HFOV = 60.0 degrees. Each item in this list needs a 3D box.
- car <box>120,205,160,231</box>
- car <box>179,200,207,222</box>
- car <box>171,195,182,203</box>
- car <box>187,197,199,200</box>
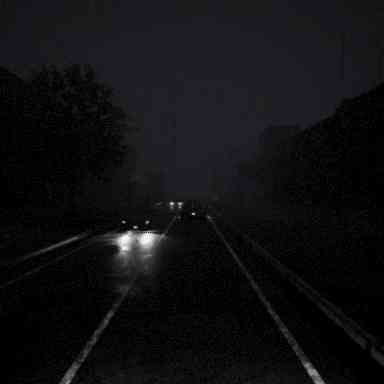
[{"bbox_3d":[-3.094,1.554,20.880,2.033,1.411,5.357,0,0,0],"label":"car"},{"bbox_3d":[0.109,1.564,26.257,1.994,1.385,4.181,0,0,0],"label":"car"},{"bbox_3d":[-3.002,1.249,63.128,1.812,1.442,4.674,0,1,1],"label":"car"},{"bbox_3d":[0.115,1.428,42.655,1.837,1.490,4.892,0,0,0],"label":"car"}]
